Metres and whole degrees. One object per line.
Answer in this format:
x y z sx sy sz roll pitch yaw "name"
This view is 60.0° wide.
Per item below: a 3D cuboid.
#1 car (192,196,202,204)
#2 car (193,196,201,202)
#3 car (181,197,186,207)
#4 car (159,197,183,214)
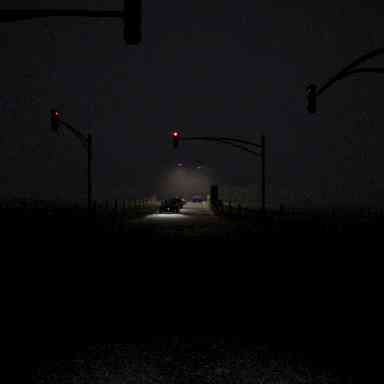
1.059 1.495 65.883 1.882 1.535 5.008 0 0 1 "car"
1.124 1.617 75.917 1.895 1.301 4.718 0 0 1 "car"
-2.214 1.536 45.977 1.812 1.442 4.674 0 0 1 "car"
-2.370 1.571 35.961 1.994 1.385 4.181 0 0 1 "car"
